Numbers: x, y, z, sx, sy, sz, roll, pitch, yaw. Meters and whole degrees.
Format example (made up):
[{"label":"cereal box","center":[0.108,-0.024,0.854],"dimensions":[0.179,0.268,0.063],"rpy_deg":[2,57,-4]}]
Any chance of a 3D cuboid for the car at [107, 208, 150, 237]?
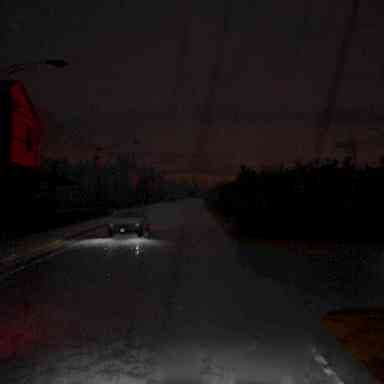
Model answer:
[{"label":"car","center":[-3.586,1.711,19.519],"dimensions":[1.812,1.442,4.674],"rpy_deg":[0,0,0]}]
